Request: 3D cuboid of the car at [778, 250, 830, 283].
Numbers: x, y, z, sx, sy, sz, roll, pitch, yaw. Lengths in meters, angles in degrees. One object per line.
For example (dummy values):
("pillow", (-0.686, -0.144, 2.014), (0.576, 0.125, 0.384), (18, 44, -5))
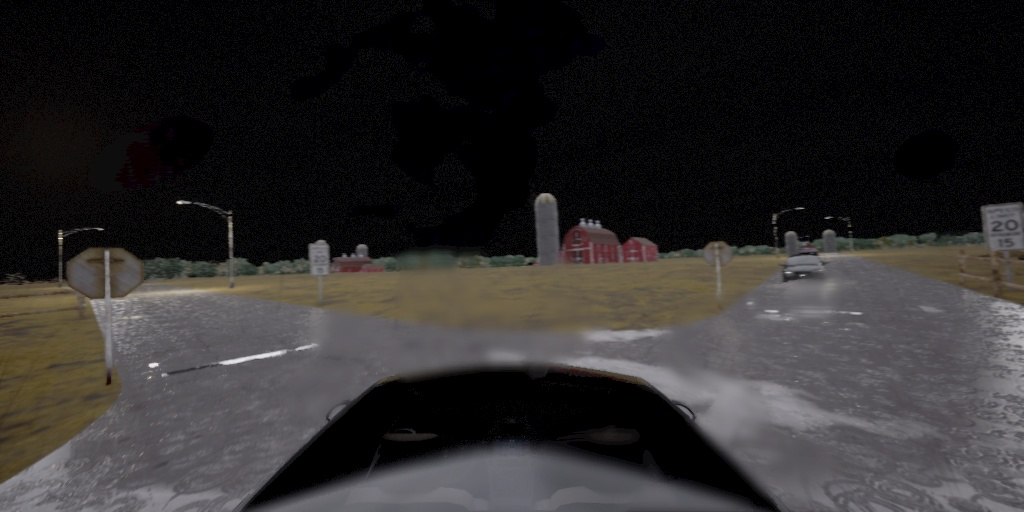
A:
("car", (16.428, 0.669, 20.188), (1.837, 1.490, 4.892), (-5, -1, 40))
